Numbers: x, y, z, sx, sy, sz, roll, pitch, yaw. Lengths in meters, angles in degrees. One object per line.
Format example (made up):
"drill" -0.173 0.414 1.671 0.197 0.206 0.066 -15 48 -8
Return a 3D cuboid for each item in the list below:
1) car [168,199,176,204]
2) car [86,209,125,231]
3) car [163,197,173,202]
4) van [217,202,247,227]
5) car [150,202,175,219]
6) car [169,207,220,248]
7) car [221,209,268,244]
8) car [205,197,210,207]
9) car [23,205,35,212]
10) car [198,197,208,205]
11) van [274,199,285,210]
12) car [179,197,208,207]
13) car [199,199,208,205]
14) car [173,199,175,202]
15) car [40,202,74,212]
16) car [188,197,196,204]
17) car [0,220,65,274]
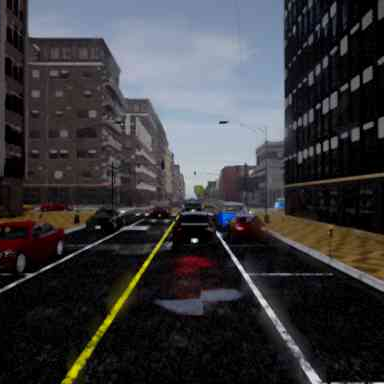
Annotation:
"car" -5.677 2.568 94.755 2.008 1.369 4.403 0 -1 0
"car" -5.684 1.788 22.303 1.947 1.339 4.313 0 -1 0
"car" -5.679 2.285 72.430 1.752 1.417 4.829 0 -1 0
"van" 2.665 1.564 22.279 1.690 1.788 3.998 0 -1 0
"car" -3.017 1.937 33.392 1.895 1.301 4.718 0 -1 0
"car" 0.103 1.661 15.526 1.837 1.490 4.892 0 0 0
"car" 2.663 1.747 16.587 1.802 1.307 4.206 0 -1 0
"car" 2.701 2.227 67.231 1.752 1.417 4.829 0 -1 0
"car" -22.953 1.893 43.078 4.829 1.417 1.752 0 -1 0
"car" 2.704 2.203 83.680 2.192 1.841 5.009 0 -1 0
"van" 14.906 1.937 51.546 3.998 1.788 1.690 0 -1 0
"car" 0.105 1.667 31.318 2.097 1.767 4.553 0 -1 0
"car" 2.702 2.406 78.138 1.802 1.307 4.206 0 -1 0
"car" -5.677 2.203 83.680 2.192 1.841 5.009 0 -1 0
"car" -17.460 1.960 43.089 4.206 1.307 1.802 0 -1 0
"car" 0.011 2.275 89.667 2.097 1.767 4.553 0 -1 0
"car" -5.685 1.653 10.926 1.887 1.381 4.507 0 -1 0
